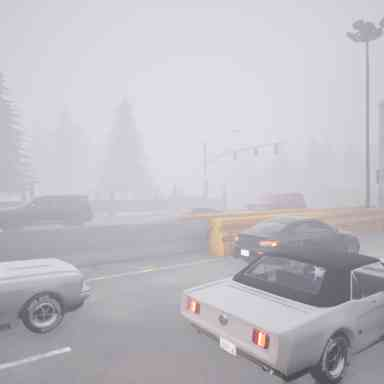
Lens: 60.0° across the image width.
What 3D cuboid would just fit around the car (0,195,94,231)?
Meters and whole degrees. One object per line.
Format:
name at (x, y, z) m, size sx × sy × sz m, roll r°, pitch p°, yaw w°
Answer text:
car at (-8.577, 1.201, 19.351) m, size 5.566 × 2.045 × 2.150 m, roll -1°, pitch 0°, yaw -35°

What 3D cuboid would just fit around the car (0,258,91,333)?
car at (-4.100, 1.601, 5.121) m, size 4.718 × 1.301 × 1.895 m, roll 0°, pitch 0°, yaw -35°

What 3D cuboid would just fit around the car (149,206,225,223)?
car at (0.025, 1.465, 16.840) m, size 4.674 × 1.442 × 1.812 m, roll 0°, pitch 0°, yaw -35°

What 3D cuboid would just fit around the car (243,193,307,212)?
car at (6.477, 1.089, 25.583) m, size 5.566 × 2.045 × 2.150 m, roll 0°, pitch 0°, yaw -35°

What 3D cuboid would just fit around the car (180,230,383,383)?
car at (2.253, 1.576, 5.335) m, size 4.718 × 1.301 × 1.895 m, roll -1°, pitch 0°, yaw -35°

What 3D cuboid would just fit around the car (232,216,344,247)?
car at (3.321, 1.473, 10.375) m, size 4.674 × 1.442 × 1.812 m, roll -1°, pitch 0°, yaw -35°
